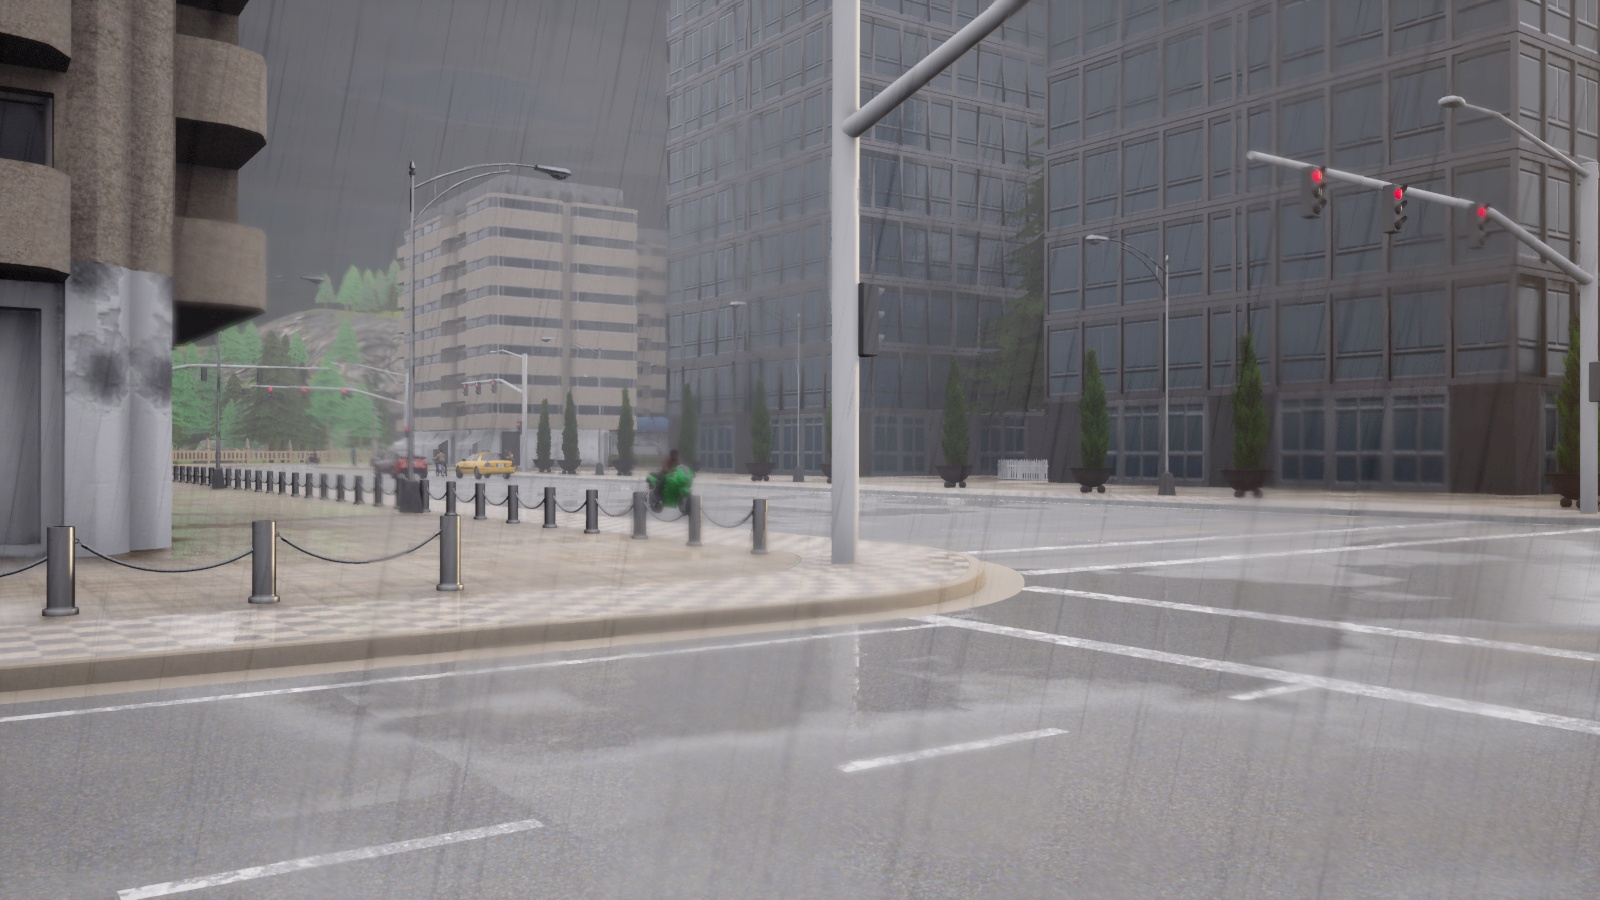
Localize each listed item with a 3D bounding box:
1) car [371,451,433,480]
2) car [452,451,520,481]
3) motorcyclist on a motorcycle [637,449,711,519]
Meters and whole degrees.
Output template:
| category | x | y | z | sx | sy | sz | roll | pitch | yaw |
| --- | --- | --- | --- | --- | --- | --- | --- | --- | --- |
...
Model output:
| category | x | y | z | sx | sy | sz | roll | pitch | yaw |
| --- | --- | --- | --- | --- | --- | --- | --- | --- | --- |
| car | -21.780 | 0.850 | 68.660 | 2.007 | 1.525 | 4.514 | 0 | 0 | -34 |
| car | -17.047 | 0.831 | 67.935 | 1.801 | 1.575 | 5.366 | 0 | 0 | -34 |
| motorcyclist on a motorcycle | -2.885 | 0.748 | 28.595 | 0.797 | 1.523 | 2.044 | 0 | 0 | -35 |
